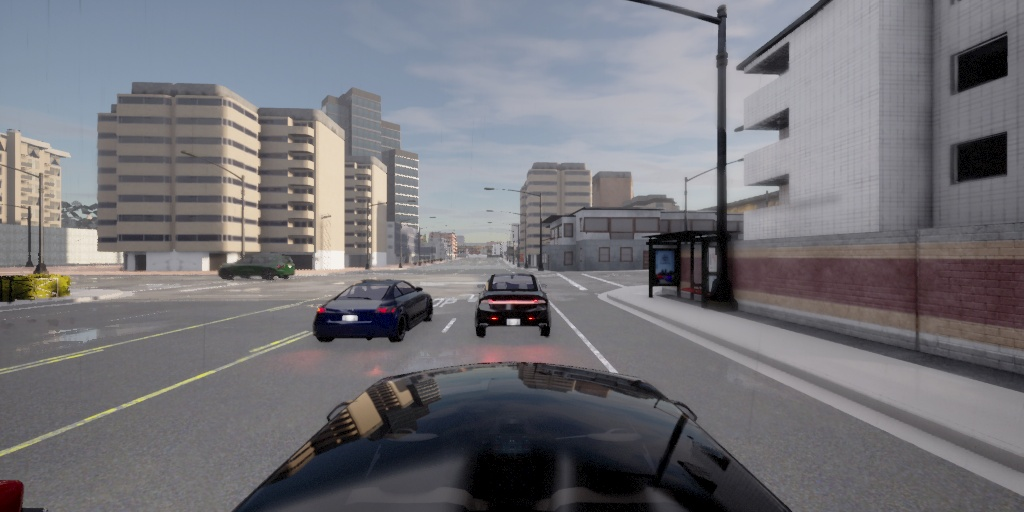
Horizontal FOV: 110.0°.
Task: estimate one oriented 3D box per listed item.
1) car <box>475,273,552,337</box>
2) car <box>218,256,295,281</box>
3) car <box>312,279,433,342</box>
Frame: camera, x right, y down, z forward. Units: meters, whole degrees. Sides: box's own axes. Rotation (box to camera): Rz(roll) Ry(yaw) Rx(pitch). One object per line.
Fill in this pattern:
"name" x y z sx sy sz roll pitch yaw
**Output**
"car" 0.010 1.242 10.337 2.128 1.511 4.902 0 0 -1
"car" -21.069 0.985 29.758 5.566 2.045 2.150 0 0 1
"car" -3.490 1.314 9.771 1.994 1.385 4.181 0 0 1
